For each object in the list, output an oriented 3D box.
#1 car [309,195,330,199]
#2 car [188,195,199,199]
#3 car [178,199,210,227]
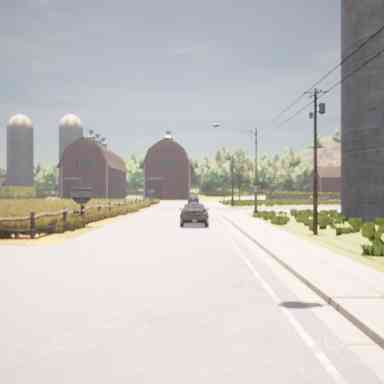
[{"bbox_3d":[31.195,1.447,81.225,5.008,1.535,1.882,0,0,0],"label":"car"},{"bbox_3d":[0.331,1.328,64.259,2.097,1.767,4.553,0,0,3],"label":"car"},{"bbox_3d":[0.153,1.496,22.678,1.837,1.490,4.892,0,0,0],"label":"car"}]
